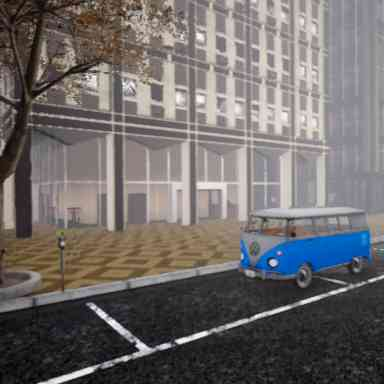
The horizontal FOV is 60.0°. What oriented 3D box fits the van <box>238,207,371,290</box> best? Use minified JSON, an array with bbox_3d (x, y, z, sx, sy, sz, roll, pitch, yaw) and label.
[{"bbox_3d":[3.025,1.308,8.728,3.998,1.788,1.690,0,0,-36],"label":"van"}]
